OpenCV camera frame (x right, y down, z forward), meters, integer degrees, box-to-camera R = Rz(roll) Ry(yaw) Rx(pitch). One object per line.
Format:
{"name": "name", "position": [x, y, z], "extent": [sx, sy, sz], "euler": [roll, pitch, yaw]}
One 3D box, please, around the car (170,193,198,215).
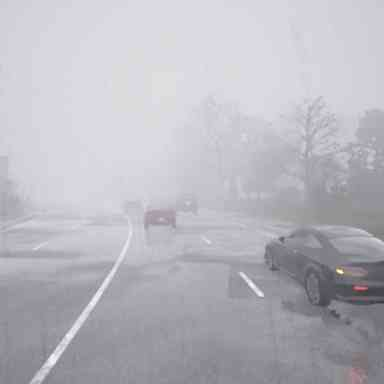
{"name": "car", "position": [-1.071, 1.115, 31.895], "extent": [2.150, 2.045, 5.566], "euler": [0, 0, -15]}

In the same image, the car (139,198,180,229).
{"name": "car", "position": [-2.191, 1.407, 21.401], "extent": [1.882, 1.535, 5.008], "euler": [0, 0, -10]}

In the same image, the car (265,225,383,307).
{"name": "car", "position": [3.153, 1.489, 7.795], "extent": [1.812, 1.442, 4.674], "euler": [0, 0, -4]}

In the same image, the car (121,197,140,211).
{"name": "car", "position": [-7.109, 1.355, 39.127], "extent": [1.882, 1.535, 5.008], "euler": [0, 0, -20]}
